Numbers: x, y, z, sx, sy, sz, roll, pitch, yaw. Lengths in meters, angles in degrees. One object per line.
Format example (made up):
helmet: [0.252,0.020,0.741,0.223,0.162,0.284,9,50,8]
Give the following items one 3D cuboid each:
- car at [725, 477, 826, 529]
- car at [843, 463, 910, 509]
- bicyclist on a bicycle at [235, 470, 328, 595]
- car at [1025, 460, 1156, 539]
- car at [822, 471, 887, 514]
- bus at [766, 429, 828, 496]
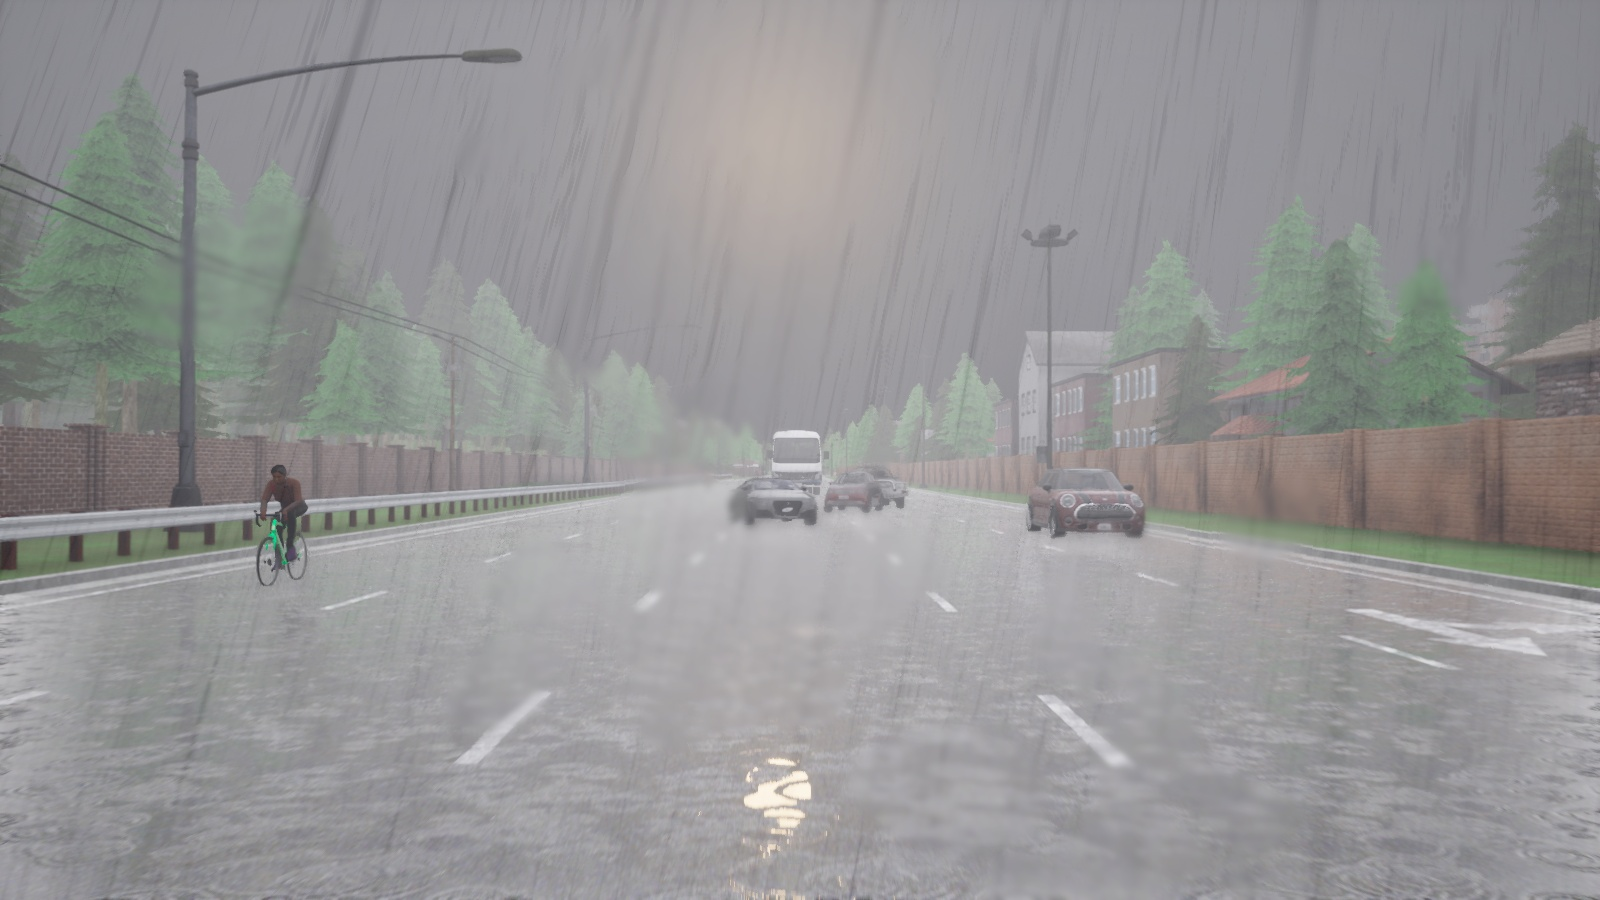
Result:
car: [-0.774,1.488,36.223,1.994,1.385,4.181,0,-1,-14]
car: [3.194,1.508,53.132,1.932,1.855,4.605,0,-1,-8]
bicyclist on a bicycle: [-7.043,1.083,17.138,0.582,1.620,1.656,0,-1,0]
car: [6.924,1.155,30.477,2.097,1.767,4.553,0,-1,0]
car: [2.099,1.580,47.386,1.789,1.549,3.705,0,-1,14]
bus: [-0.216,0.858,84.790,3.944,4.253,10.273,0,-1,0]
